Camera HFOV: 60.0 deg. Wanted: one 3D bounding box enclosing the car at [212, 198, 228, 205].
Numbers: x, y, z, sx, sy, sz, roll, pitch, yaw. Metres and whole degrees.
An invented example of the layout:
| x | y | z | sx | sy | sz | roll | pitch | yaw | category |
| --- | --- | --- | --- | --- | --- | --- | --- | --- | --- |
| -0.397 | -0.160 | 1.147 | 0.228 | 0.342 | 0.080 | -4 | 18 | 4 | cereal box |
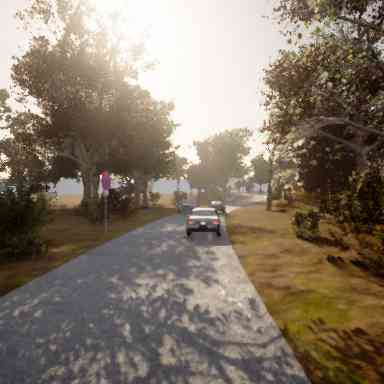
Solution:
| x | y | z | sx | sy | sz | roll | pitch | yaw | category |
| --- | --- | --- | --- | --- | --- | --- | --- | --- | --- |
| 3.082 | 1.816 | 40.295 | 1.812 | 1.442 | 4.674 | 0 | -1 | 8 | car |

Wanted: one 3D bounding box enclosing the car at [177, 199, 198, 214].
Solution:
| x | y | z | sx | sy | sz | roll | pitch | yaw | category |
| --- | --- | --- | --- | --- | --- | --- | --- | --- | --- |
| -0.309 | 1.567 | 37.238 | 2.097 | 1.767 | 4.553 | 1 | -1 | 8 | car |

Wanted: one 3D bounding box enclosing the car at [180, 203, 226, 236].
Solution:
| x | y | z | sx | sy | sz | roll | pitch | yaw | category |
| --- | --- | --- | --- | --- | --- | --- | --- | --- | --- |
| 0.713 | 1.585 | 18.709 | 2.033 | 1.411 | 5.357 | 0 | 0 | 4 | car |

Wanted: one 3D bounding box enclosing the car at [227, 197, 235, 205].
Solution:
| x | y | z | sx | sy | sz | roll | pitch | yaw | category |
| --- | --- | --- | --- | --- | --- | --- | --- | --- | --- |
| 8.651 | 2.069 | 77.596 | 2.097 | 1.767 | 4.553 | 1 | 0 | 16 | car |
